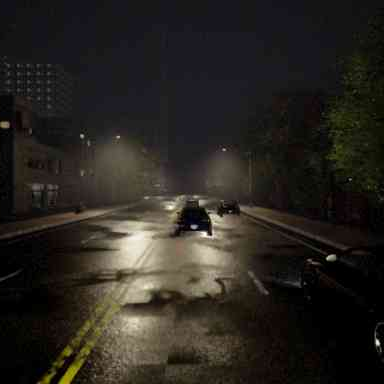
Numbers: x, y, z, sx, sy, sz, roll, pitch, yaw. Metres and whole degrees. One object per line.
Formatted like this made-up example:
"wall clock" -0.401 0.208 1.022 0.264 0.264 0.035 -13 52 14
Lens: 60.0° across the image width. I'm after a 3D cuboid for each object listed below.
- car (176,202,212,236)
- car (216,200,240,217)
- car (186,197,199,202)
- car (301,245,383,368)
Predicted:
"car" 0.097 1.524 18.455 1.812 1.442 4.674 0 0 0
"car" 3.348 1.486 31.325 2.128 1.511 4.902 0 0 0
"car" 0.096 1.480 49.993 2.128 1.511 4.902 0 0 0
"car" 3.348 1.564 5.548 1.994 1.385 4.181 0 0 0
